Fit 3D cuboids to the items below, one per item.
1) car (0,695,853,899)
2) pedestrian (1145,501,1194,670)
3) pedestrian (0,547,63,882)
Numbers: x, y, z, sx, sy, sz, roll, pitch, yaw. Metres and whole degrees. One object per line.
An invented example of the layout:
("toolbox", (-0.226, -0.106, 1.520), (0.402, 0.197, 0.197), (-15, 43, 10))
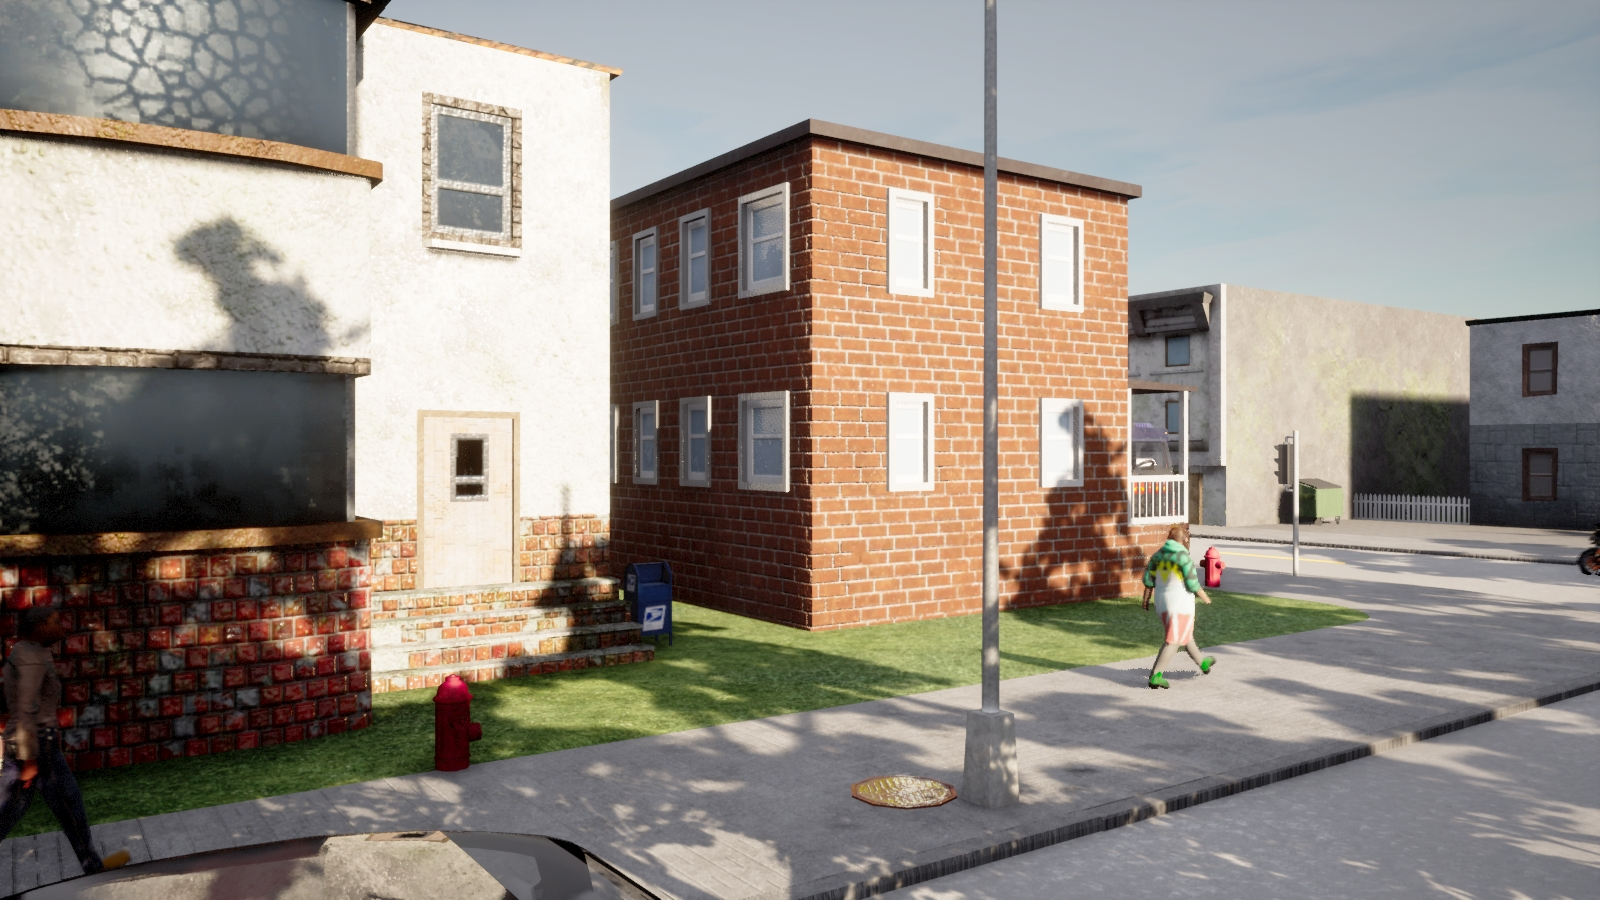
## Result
("car", (-1.878, 1.806, 3.034), (3.705, 1.549, 1.789), (0, 0, -35))
("pedestrian", (4.186, 1.516, 12.944), (0.375, 1.860, 0.375), (0, 0, -27))
("pedestrian", (-4.604, 1.524, 6.710), (0.375, 1.860, 0.375), (0, 0, 42))
